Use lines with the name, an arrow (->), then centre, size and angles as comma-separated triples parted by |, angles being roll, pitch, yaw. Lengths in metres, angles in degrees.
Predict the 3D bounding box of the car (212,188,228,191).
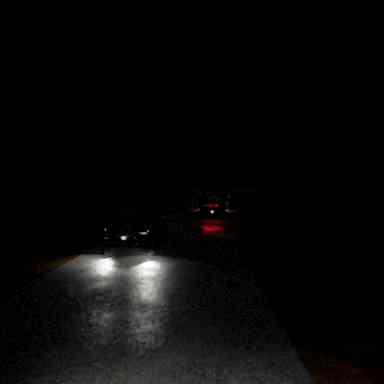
car -> 3.579, 0.201, 42.705 | 2.128, 1.511, 4.902 | 0, 3, 7

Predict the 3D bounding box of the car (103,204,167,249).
car -> -2.212, 1.323, 13.964 | 1.837, 1.490, 4.892 | 2, 1, 4

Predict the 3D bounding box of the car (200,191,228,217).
car -> 1.628, 1.008, 25.191 | 1.837, 1.490, 4.892 | 0, 2, 6
